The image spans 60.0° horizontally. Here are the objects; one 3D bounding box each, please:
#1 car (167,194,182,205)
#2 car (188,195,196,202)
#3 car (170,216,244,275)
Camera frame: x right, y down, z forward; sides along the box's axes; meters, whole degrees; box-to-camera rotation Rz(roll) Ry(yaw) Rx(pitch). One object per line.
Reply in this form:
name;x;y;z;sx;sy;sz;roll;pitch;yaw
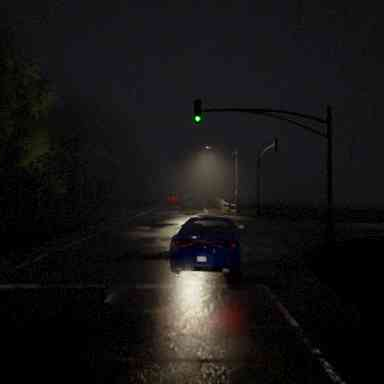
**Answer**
car;-3.406;1.323;61.042;2.150;2.045;5.566;0;0;0
car;-0.008;1.639;83.889;1.837;1.490;4.892;0;0;0
car;0.611;1.498;10.654;1.882;1.535;5.008;0;0;9
